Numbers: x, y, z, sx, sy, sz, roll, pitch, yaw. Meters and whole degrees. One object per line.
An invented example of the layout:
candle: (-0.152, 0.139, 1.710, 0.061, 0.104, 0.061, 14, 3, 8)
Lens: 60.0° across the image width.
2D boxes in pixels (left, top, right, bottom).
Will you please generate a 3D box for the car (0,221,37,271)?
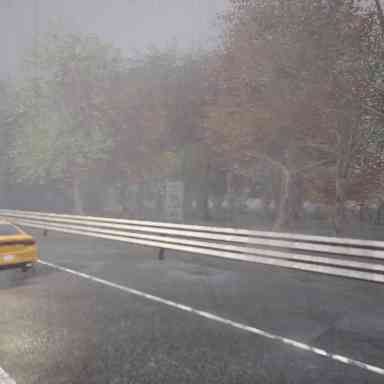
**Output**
car: (-6.784, 1.653, 10.730, 5.008, 1.535, 1.882, -1, -2, 43)
